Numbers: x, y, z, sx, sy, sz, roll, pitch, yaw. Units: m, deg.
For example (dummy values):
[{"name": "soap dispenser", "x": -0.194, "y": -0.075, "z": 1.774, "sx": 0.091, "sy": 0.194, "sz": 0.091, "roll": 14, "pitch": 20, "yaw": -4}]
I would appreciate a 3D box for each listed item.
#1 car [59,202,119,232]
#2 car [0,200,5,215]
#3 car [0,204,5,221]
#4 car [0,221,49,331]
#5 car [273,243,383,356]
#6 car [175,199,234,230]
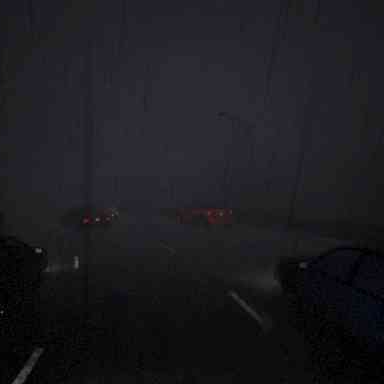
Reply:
[{"name": "car", "x": -6.573, "y": 1.574, "z": 20.266, "sx": 2.033, "sy": 1.411, "sz": 5.357, "roll": 0, "pitch": 0, "yaw": -34}, {"name": "car", "x": -21.862, "y": 1.595, "z": 35.043, "sx": 5.008, "sy": 1.535, "sz": 1.882, "roll": 0, "pitch": 0, "yaw": 37}, {"name": "car", "x": -15.916, "y": 1.591, "z": 25.499, "sx": 4.892, "sy": 1.490, "sz": 1.837, "roll": 0, "pitch": 0, "yaw": 44}, {"name": "car", "x": -4.246, "y": 1.570, "z": 6.470, "sx": 2.033, "sy": 1.411, "sz": 5.357, "roll": 0, "pitch": 0, "yaw": -13}, {"name": "car", "x": 3.085, "y": 1.521, "z": 5.123, "sx": 2.033, "sy": 1.411, "sz": 5.357, "roll": 0, "pitch": 0, "yaw": -9}, {"name": "car", "x": 0.684, "y": 1.327, "z": 21.480, "sx": 2.097, "sy": 1.767, "sz": 4.553, "roll": -1, "pitch": 0, "yaw": -29}]
